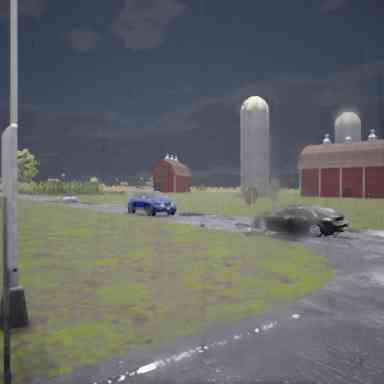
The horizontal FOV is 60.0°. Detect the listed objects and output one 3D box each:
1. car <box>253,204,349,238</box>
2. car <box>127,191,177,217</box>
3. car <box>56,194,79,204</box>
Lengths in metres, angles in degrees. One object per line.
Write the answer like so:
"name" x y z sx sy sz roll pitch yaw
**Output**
"car" 5.409 1.406 17.112 1.837 1.490 4.892 -7 6 -43
"car" -3.503 0.907 28.043 2.150 2.045 5.566 0 1 -37
"car" -17.371 0.978 46.462 1.895 1.301 4.718 0 1 -37
